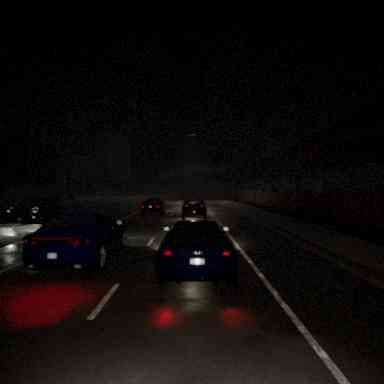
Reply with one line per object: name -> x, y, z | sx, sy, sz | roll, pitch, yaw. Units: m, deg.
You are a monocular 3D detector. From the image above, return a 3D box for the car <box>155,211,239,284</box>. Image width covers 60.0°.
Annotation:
car -> 0.120, 1.461, 9.257 | 1.994, 1.385, 4.181 | 0, 1, 0

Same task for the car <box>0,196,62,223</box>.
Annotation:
car -> -10.537, 1.089, 22.582 | 2.097, 1.767, 4.553 | 0, 1, 0

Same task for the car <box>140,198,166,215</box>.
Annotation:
car -> -3.327, 1.221, 29.113 | 2.033, 1.411, 5.357 | 0, 1, 0

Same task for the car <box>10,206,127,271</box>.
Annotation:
car -> -3.376, 1.356, 10.519 | 1.882, 1.535, 5.008 | 0, 1, 0

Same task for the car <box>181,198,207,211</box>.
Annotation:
car -> 0.166, 1.202, 26.209 | 2.128, 1.511, 4.902 | 0, 1, 0
